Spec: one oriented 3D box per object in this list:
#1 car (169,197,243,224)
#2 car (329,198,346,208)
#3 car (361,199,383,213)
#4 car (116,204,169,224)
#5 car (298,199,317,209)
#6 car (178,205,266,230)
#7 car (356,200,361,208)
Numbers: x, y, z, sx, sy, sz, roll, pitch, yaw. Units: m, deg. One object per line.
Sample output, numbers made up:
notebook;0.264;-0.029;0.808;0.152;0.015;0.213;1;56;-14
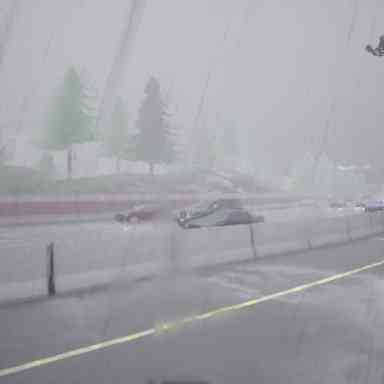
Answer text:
car;1.425;1.419;23.140;5.566;2.045;2.150;-1;0;-42
car;23.755;1.825;54.072;1.837;1.490;4.892;-1;0;36
car;22.115;1.684;39.826;1.882;1.535;5.008;0;0;39
car;-3.942;1.756;27.734;5.008;1.535;1.882;0;-1;-41
car;18.265;1.871;52.344;1.812;1.442;4.674;-1;0;36
car;2.069;1.707;19.058;5.357;1.411;2.033;0;-1;-41
car;27.947;1.853;53.928;1.994;1.385;4.181;-1;-1;36
